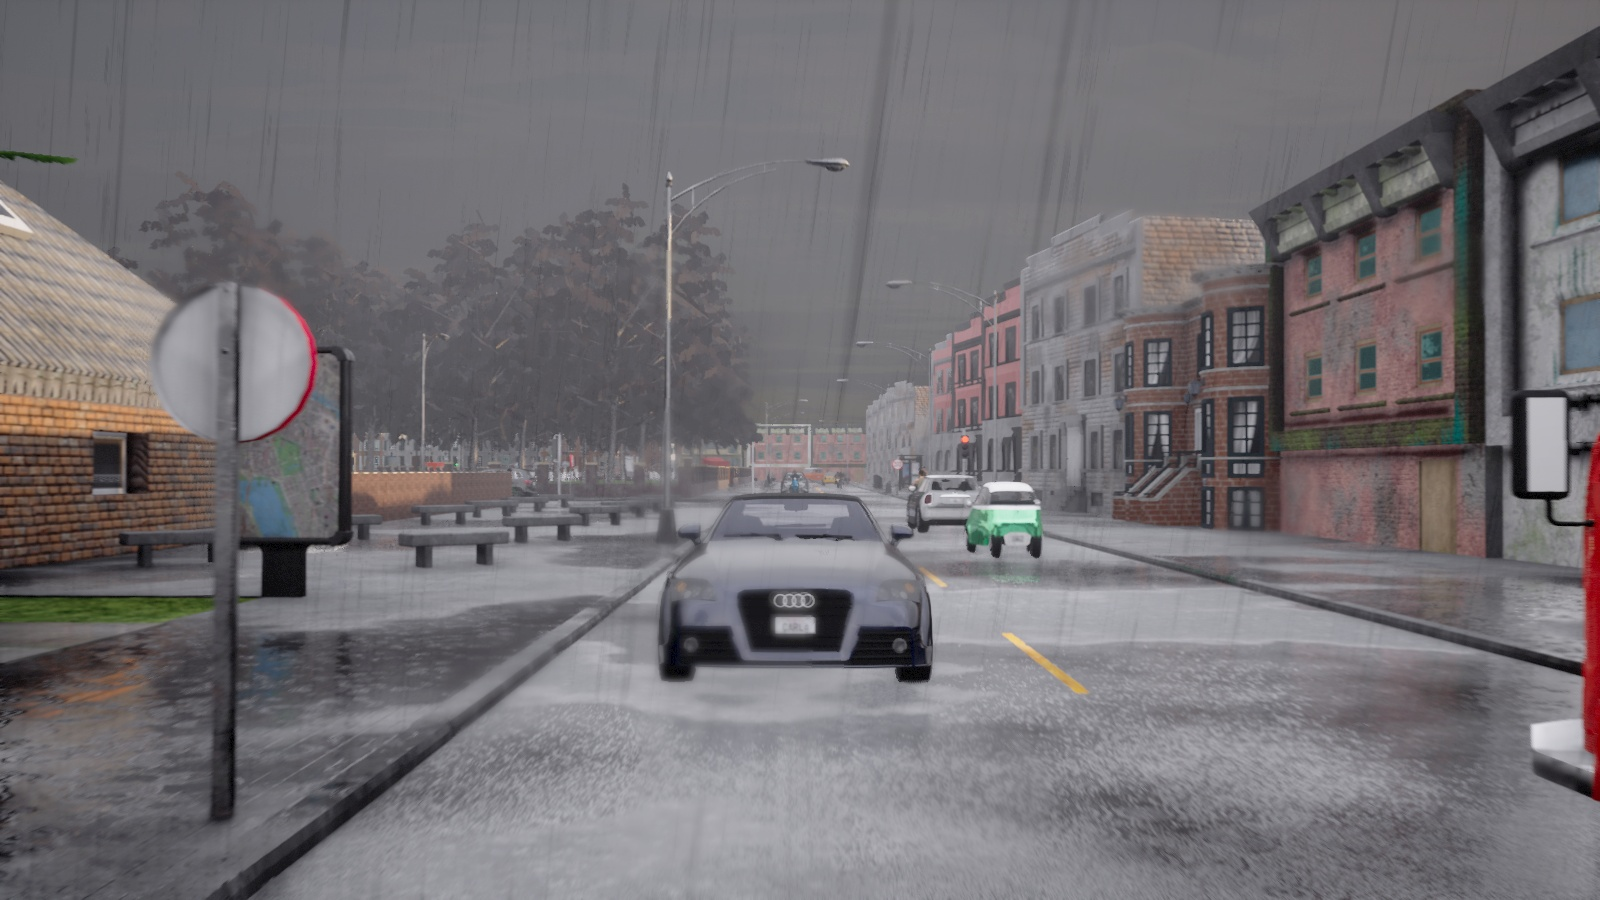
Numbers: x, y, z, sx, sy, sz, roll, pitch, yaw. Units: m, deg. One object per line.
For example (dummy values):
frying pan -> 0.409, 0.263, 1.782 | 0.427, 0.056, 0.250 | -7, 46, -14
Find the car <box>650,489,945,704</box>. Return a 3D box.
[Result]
car -> -0.026, 1.056, 10.599 | 1.994, 1.385, 4.181 | 0, -1, 0

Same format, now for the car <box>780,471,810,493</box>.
car -> -0.351, 2.233, 87.824 | 2.007, 1.525, 4.514 | 0, -1, 0

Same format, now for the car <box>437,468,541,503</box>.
car -> -15.234, 1.753, 61.719 | 4.611, 1.667, 2.242 | 0, -1, -2

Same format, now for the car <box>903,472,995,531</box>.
car -> 3.912, 1.325, 33.505 | 1.970, 1.475, 3.806 | 0, -1, 0

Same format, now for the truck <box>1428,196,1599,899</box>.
truck -> 3.991, 0.357, 2.710 | 2.627, 2.467, 5.204 | 0, -1, 0

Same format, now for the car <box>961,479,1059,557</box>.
car -> 3.942, 1.253, 23.861 | 1.481, 1.376, 2.207 | 0, -1, 0
